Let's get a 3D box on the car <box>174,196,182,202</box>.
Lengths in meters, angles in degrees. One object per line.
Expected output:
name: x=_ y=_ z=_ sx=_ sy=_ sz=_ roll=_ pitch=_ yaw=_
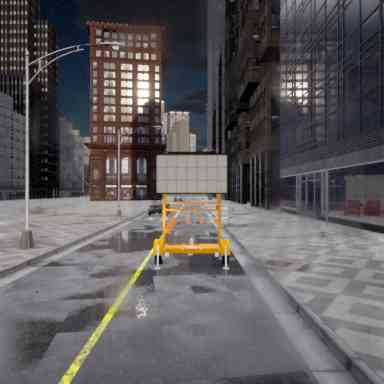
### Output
car: x=-3.033 y=1.655 z=72.335 sx=1.812 sy=1.442 sz=4.674 roll=0 pitch=0 yaw=0

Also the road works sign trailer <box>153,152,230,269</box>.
road works sign trailer: x=-0.004 y=0.465 z=11.091 sx=2.380 sy=3.560 sz=2.880 roll=0 pitch=0 yaw=0

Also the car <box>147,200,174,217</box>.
car: x=-3.115 y=1.567 z=32.216 sx=2.033 sy=1.411 sz=5.357 roll=0 pitch=0 yaw=0
